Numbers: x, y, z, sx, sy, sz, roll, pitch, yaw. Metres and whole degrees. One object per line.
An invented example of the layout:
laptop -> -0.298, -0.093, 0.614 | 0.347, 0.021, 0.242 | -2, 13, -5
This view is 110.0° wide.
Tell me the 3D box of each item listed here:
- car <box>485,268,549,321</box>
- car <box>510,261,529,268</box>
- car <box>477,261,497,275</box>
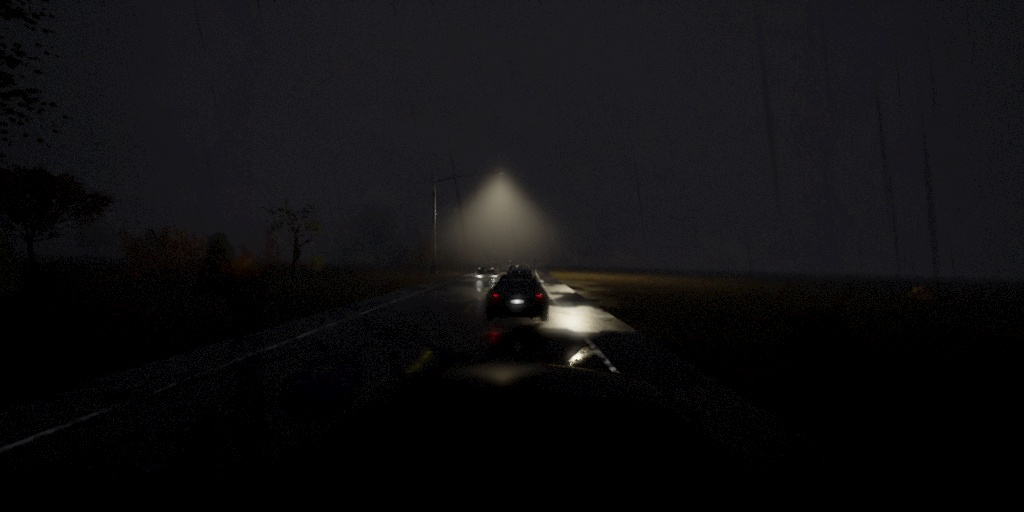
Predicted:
car -> 0.199, 1.298, 12.474 | 1.994, 1.385, 4.181 | 0, 0, 1
car -> 0.646, 1.326, 29.503 | 1.895, 1.301, 4.718 | 0, 0, 2
car -> -2.614, 1.259, 39.382 | 1.812, 1.442, 4.674 | 0, 0, 3
